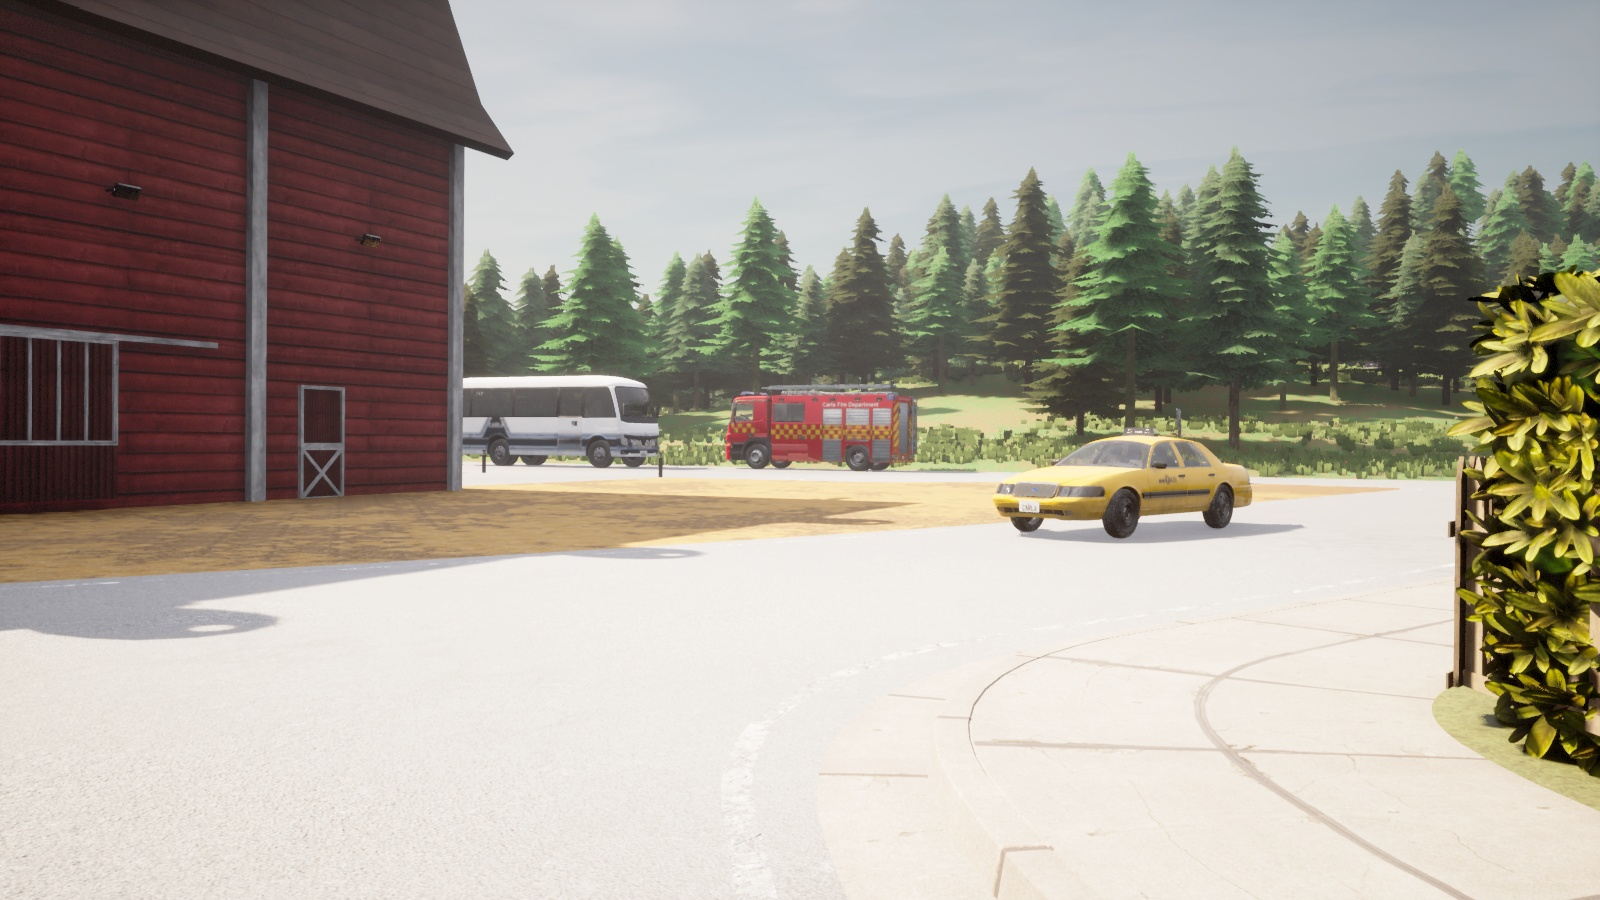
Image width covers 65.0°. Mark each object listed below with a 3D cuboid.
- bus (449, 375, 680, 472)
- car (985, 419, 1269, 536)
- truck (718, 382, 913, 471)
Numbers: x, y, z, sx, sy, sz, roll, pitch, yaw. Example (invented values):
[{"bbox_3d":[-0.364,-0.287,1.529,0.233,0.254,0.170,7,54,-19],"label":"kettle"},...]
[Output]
[{"bbox_3d":[-11.112,-1.139,59.087,10.273,4.253,3.944,0,0,26],"label":"bus"},{"bbox_3d":[5.204,0.325,19.426,1.801,1.575,5.366,0,1,45],"label":"car"},{"bbox_3d":[0.666,-1.021,57.294,8.468,3.827,2.891,0,0,26],"label":"truck"}]
